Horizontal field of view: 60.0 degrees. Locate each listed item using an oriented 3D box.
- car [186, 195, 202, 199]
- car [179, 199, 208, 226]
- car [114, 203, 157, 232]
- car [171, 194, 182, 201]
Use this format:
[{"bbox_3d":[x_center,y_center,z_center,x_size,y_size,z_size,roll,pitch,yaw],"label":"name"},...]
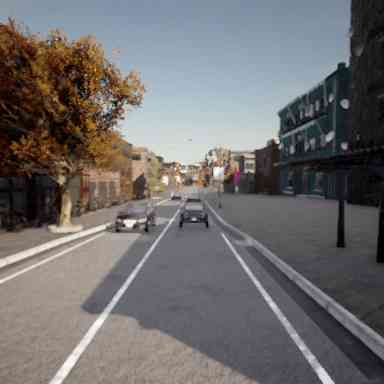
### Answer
[{"bbox_3d":[0.213,1.131,42.152,1.882,1.535,5.008,0,1,0],"label":"car"},{"bbox_3d":[0.128,1.432,22.280,1.812,1.442,4.674,0,1,0],"label":"car"},{"bbox_3d":[-3.191,1.422,19.493,2.128,1.511,4.902,0,0,0],"label":"car"},{"bbox_3d":[-2.782,0.990,60.925,1.895,1.301,4.718,0,1,1],"label":"car"}]
